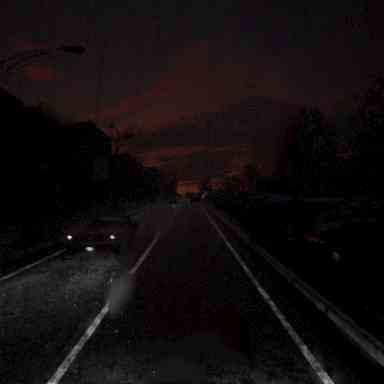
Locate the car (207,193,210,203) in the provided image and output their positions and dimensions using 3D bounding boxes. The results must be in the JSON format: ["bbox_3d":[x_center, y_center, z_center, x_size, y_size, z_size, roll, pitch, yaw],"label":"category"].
[{"bbox_3d":[5.400,1.329,52.668,5.008,1.535,2.097,0,0,0],"label":"car"}]

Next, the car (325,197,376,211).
[{"bbox_3d":[18.573,1.396,39.102,4.892,1.521,2.231,0,0,0],"label":"car"}]

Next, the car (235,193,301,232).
[{"bbox_3d":[5.579,1.238,19.028,5.566,2.045,2.435,0,0,0],"label":"car"}]

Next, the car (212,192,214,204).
[{"bbox_3d":[5.461,1.144,38.651,5.566,2.045,2.435,0,0,0],"label":"car"}]

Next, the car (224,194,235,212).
[{"bbox_3d":[5.571,1.310,30.242,4.553,1.767,2.185,0,0,0],"label":"car"}]

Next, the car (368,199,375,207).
[{"bbox_3d":[18.648,1.309,30.775,4.553,1.767,2.185,0,0,0],"label":"car"}]

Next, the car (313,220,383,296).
[{"bbox_3d":[5.704,1.548,7.810,4.792,1.488,2.163,0,0,0],"label":"car"}]

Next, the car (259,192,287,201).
[{"bbox_3d":[18.322,0.982,75.341,5.566,2.045,2.435,0,0,0],"label":"car"}]

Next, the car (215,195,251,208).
[{"bbox_3d":[5.425,1.243,44.258,4.553,1.767,2.185,0,0,0],"label":"car"}]

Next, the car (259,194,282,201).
[{"bbox_3d":[18.362,1.256,78.125,4.792,1.488,2.163,0,0,0],"label":"car"}]

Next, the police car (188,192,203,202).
[{"bbox_3d":[0.668,1.219,66.694,1.930,1.638,5.238,0,0,0],"label":"police car"}]

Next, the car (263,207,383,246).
[{"bbox_3d":[5.647,1.510,13.421,4.892,1.521,2.231,0,0,0],"label":"car"}]

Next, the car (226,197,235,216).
[{"bbox_3d":[5.550,1.450,27.440,4.892,1.521,2.231,0,0,0],"label":"car"}]

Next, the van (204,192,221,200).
[{"bbox_3d":[5.321,0.988,86.304,4.442,1.987,1.878,0,0,0],"label":"van"}]

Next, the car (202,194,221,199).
[{"bbox_3d":[5.183,1.210,89.107,4.892,1.521,2.231,0,0,0],"label":"car"}]

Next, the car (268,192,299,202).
[{"bbox_3d":[18.371,1.011,66.985,5.566,2.045,2.435,0,0,0],"label":"car"}]

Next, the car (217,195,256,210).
[{"bbox_3d":[5.442,1.257,41.455,4.553,1.767,2.185,0,0,0],"label":"car"}]

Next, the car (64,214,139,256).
[{"bbox_3d":[-3.410,1.597,13.307,1.895,1.301,4.718,0,0,0],"label":"car"}]

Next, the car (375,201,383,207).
[{"bbox_3d":[18.605,1.477,27.998,4.792,1.488,2.163,0,0,0],"label":"car"}]

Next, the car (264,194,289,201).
[{"bbox_3d":[18.361,1.242,72.555,5.008,1.535,2.097,0,0,0],"label":"car"}]

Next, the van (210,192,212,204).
[{"bbox_3d":[5.306,1.116,49.863,4.442,1.987,1.878,0,0,0],"label":"van"}]

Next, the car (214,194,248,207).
[{"bbox_3d":[5.470,1.230,47.062,4.553,1.767,2.185,0,0,0],"label":"car"}]

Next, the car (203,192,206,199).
[{"bbox_3d":[5.300,1.250,69.484,5.008,1.535,2.097,0,0,0],"label":"car"}]

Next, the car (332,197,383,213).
[{"bbox_3d":[18.398,1.405,36.324,5.366,1.575,1.946,0,0,0],"label":"car"}]

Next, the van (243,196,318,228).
[{"bbox_3d":[5.707,1.250,21.833,4.442,1.987,1.878,0,0,0],"label":"van"}]

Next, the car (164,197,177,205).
[{"bbox_3d":[-3.564,1.443,55.584,1.895,1.301,4.718,0,0,0],"label":"car"}]

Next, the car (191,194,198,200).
[{"bbox_3d":[0.594,1.257,82.614,1.837,1.490,4.892,0,0,0],"label":"car"}]

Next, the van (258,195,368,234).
[{"bbox_3d":[5.741,1.276,16.228,4.442,1.987,1.878,0,0,0],"label":"van"}]

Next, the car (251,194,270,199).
[{"bbox_3d":[18.265,1.250,89.266,4.674,1.452,2.002,0,0,0],"label":"car"}]

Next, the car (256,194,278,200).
[{"bbox_3d":[18.287,1.252,80.909,4.792,1.488,2.163,0,0,0],"label":"car"}]

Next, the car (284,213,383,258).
[{"bbox_3d":[5.655,1.555,10.617,4.674,1.452,2.002,0,0,0],"label":"car"}]

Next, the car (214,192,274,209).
[{"bbox_3d":[5.478,1.158,35.848,5.566,2.045,2.435,0,0,0],"label":"car"}]

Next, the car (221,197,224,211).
[{"bbox_3d":[5.521,1.462,33.046,4.674,1.452,2.002,0,0,0],"label":"car"}]

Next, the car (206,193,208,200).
[{"bbox_3d":[5.343,1.332,58.275,4.792,1.488,2.163,0,0,0],"label":"car"}]

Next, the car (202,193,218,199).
[{"bbox_3d":[5.127,1.075,94.715,4.553,1.767,2.185,0,0,0],"label":"car"}]

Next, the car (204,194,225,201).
[{"bbox_3d":[5.250,1.227,77.890,4.892,1.521,2.231,0,0,0],"label":"car"}]
